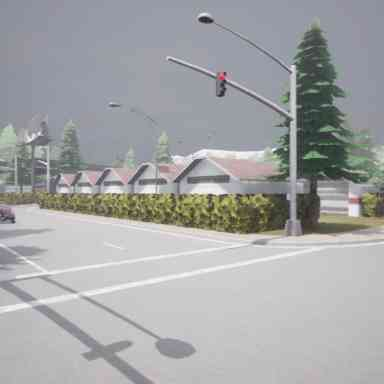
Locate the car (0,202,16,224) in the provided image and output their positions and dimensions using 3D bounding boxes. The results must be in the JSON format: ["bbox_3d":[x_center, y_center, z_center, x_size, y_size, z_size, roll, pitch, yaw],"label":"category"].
[{"bbox_3d":[-14.305,1.500,24.317,1.812,1.442,4.674,0,1,-40],"label":"car"}]
